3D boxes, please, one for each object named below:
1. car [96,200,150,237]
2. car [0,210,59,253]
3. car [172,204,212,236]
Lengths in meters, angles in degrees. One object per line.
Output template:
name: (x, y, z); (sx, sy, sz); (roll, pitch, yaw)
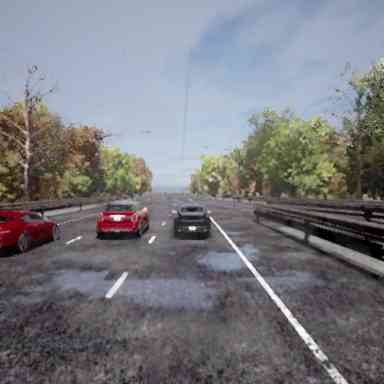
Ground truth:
car: (-3.507, 1.264, 17.655); (2.097, 1.767, 4.553); (0, 0, -1)
car: (-6.962, 1.458, 13.273); (1.812, 1.442, 4.674); (0, 0, 0)
car: (-0.006, 1.415, 17.737); (1.837, 1.490, 4.892); (0, 0, -1)
